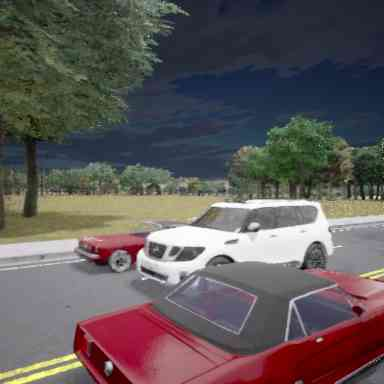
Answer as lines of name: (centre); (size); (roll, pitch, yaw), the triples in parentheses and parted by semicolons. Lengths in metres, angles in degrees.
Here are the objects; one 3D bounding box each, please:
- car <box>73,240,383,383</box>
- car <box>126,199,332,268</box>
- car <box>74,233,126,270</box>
car: (1.136, 1.610, 4.249); (4.718, 1.301, 1.895); (0, 0, -36)
car: (1.389, 1.237, 8.669); (5.566, 2.045, 2.150); (0, 0, -35)
car: (-1.238, 1.615, 10.786); (4.718, 1.301, 1.895); (0, 0, -35)
